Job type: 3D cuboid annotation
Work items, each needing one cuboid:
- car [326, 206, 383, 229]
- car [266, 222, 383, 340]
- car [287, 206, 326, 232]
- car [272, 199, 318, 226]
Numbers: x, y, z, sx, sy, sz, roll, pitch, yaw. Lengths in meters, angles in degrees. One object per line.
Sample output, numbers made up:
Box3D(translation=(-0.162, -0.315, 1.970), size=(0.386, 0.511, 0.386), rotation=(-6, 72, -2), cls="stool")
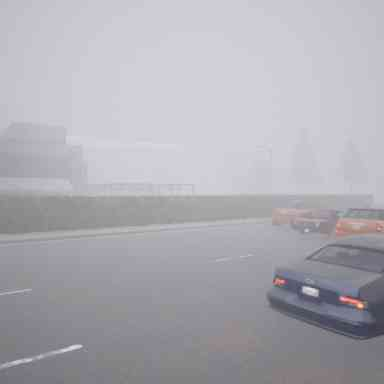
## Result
Box3D(translation=(7.885, 1.352, 13.665), size=(4.553, 1.767, 2.097), rotation=(0, 0, -36), cls="car")
Box3D(translation=(3.823, 1.547, 6.471), size=(5.357, 1.411, 2.033), rotation=(0, 0, -35), cls="car")
Box3D(translation=(7.446, 1.601, 17.652), size=(4.718, 1.301, 1.895), rotation=(0, 0, -35), cls="car")
Box3D(translation=(7.406, 1.352, 21.919), size=(4.553, 1.767, 2.097), rotation=(0, 0, -35), cls="car")
